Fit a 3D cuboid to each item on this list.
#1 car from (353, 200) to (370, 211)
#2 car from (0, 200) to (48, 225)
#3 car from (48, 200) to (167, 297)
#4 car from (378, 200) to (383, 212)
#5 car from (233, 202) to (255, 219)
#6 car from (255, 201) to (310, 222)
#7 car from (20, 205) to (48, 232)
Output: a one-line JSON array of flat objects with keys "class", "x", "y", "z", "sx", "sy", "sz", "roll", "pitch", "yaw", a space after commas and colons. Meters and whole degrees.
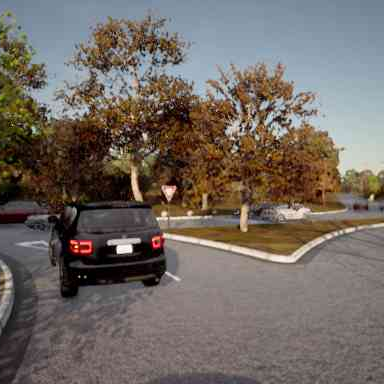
[{"class": "car", "x": 24.084, "y": 1.853, "z": 47.227, "sx": 1.882, "sy": 1.535, "sz": 5.008, "roll": 0, "pitch": 0, "yaw": 30}, {"class": "car", "x": -11.489, "y": 1.328, "z": 21.836, "sx": 4.553, "sy": 1.767, "sz": 2.097, "roll": 0, "pitch": 0, "yaw": -7}, {"class": "car", "x": -2.493, "y": 1.212, "z": 8.932, "sx": 2.150, "sy": 2.045, "sz": 5.566, "roll": 0, "pitch": 0, "yaw": -26}, {"class": "car", "x": 26.377, "y": 1.884, "z": 44.776, "sx": 1.837, "sy": 1.490, "sz": 4.892, "roll": 0, "pitch": 0, "yaw": 31}, {"class": "car", "x": 5.863, "y": 1.612, "z": 29.874, "sx": 4.892, "sy": 1.490, "sz": 1.837, "roll": 1, "pitch": 0, "yaw": -32}, {"class": "car", "x": 7.702, "y": 1.640, "z": 27.213, "sx": 4.674, "sy": 1.442, "sz": 1.812, "roll": 1, "pitch": 0, "yaw": -32}, {"class": "car", "x": -7.246, "y": 1.581, "z": 19.672, "sx": 4.718, "sy": 1.301, "sz": 1.895, "roll": 0, "pitch": 0, "yaw": -19}]
